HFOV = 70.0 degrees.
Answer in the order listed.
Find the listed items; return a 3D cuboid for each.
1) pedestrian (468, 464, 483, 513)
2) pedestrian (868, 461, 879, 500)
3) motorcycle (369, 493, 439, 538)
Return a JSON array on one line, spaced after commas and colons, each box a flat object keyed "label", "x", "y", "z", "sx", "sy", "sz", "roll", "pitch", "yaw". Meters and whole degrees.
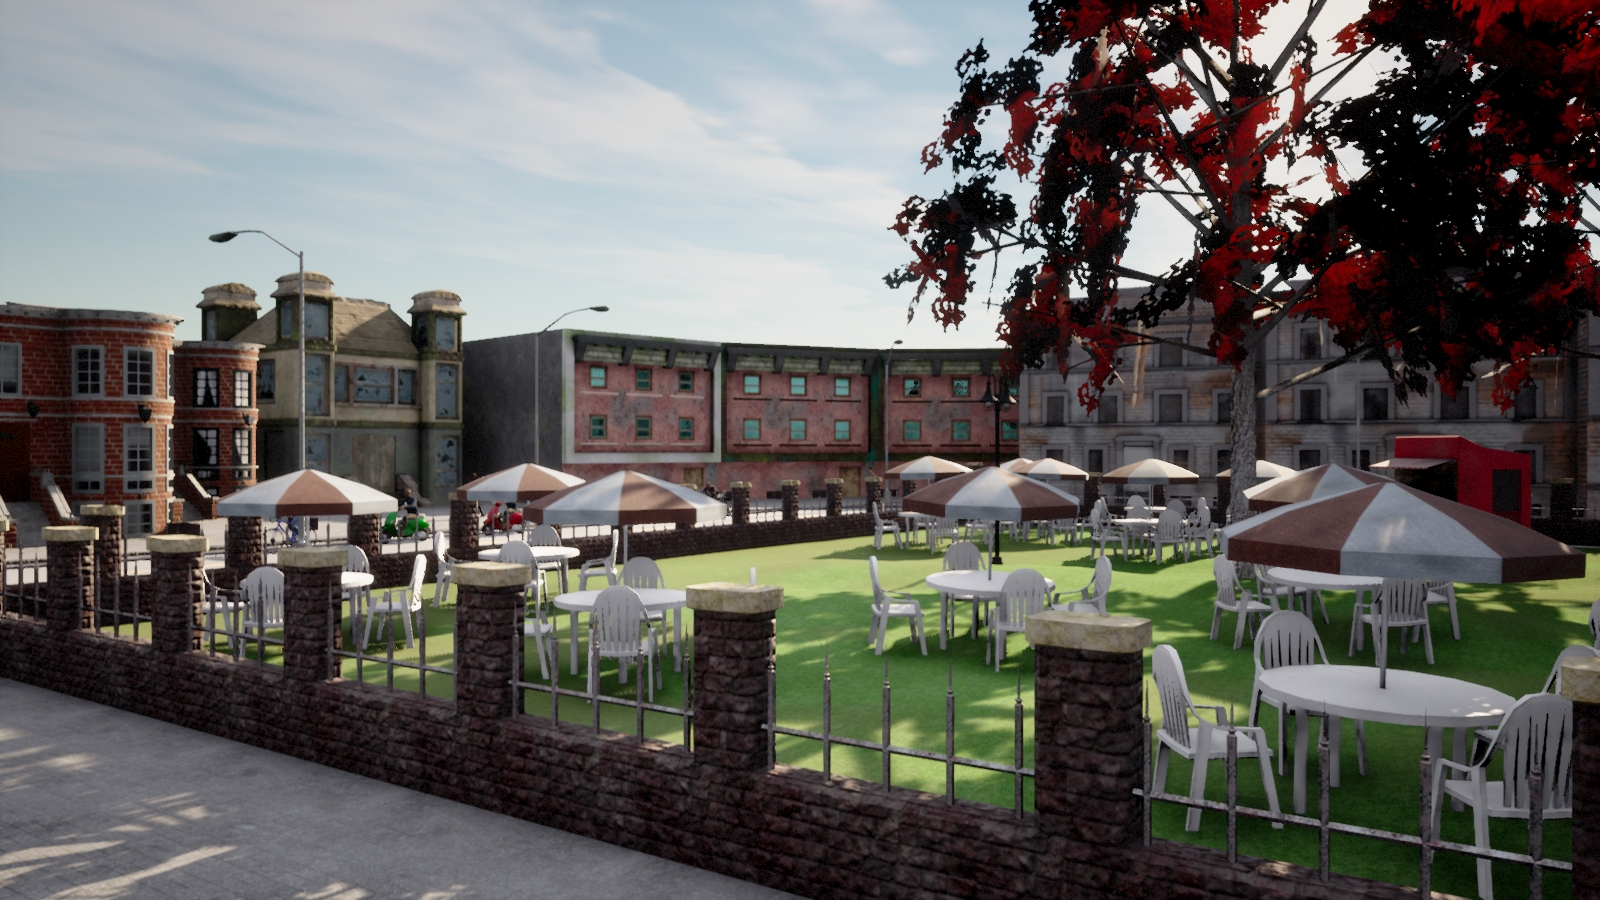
[{"label": "pedestrian", "x": -12.573, "y": 1.485, "z": 44.261, "sx": 0.375, "sy": 1.860, "sz": 0.375, "roll": 0, "pitch": 0, "yaw": 34}, {"label": "pedestrian", "x": 3.587, "y": 1.488, "z": 55.952, "sx": 0.375, "sy": 1.860, "sz": 0.375, "roll": 0, "pitch": 0, "yaw": -33}, {"label": "motorcycle", "x": -11.758, "y": 1.925, "z": 33.968, "sx": 0.856, "sy": 1.236, "sz": 1.805, "roll": 0, "pitch": 0, "yaw": 35}]
